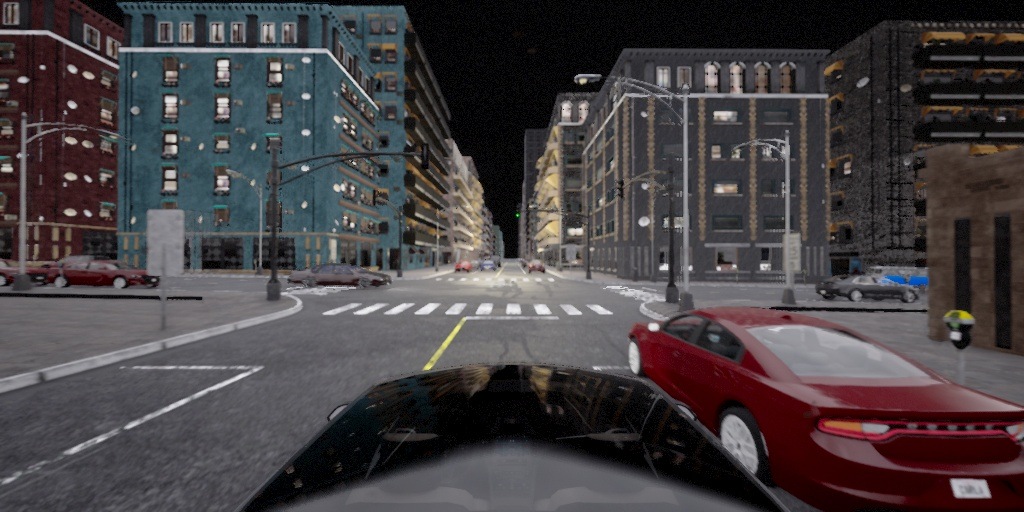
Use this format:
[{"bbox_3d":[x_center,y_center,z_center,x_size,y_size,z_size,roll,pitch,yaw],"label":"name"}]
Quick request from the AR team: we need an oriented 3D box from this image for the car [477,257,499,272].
[{"bbox_3d":[-3.079,1.271,46.994,1.812,1.442,4.674,0,0,0],"label":"car"}]

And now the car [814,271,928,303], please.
[{"bbox_3d":[17.937,1.625,18.185,4.403,1.370,2.007,0,0,-1],"label":"car"}]

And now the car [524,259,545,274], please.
[{"bbox_3d":[2.801,1.183,41.909,1.967,1.591,4.097,0,0,0],"label":"car"}]

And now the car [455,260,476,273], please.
[{"bbox_3d":[-5.782,1.289,43.131,1.888,1.381,4.507,0,0,0],"label":"car"}]

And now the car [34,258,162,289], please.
[{"bbox_3d":[-20.010,0.907,17.755,4.507,1.381,1.888,0,0,-1],"label":"car"}]

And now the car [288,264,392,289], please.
[{"bbox_3d":[-9.783,1.146,20.611,5.357,1.411,2.033,1,0,-1],"label":"car"}]

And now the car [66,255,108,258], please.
[{"bbox_3d":[-31.517,0.655,26.105,4.097,1.591,1.967,0,0,-1],"label":"car"}]

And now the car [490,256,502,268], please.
[{"bbox_3d":[-3.028,0.972,63.156,2.150,2.045,5.566,0,0,1],"label":"car"}]

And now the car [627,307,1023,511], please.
[{"bbox_3d":[2.821,1.294,4.439,1.888,1.381,4.507,0,0,0],"label":"car"}]

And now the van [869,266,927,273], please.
[{"bbox_3d":[28.677,1.685,26.667,3.998,1.789,1.690,0,0,-1],"label":"van"}]

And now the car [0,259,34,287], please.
[{"bbox_3d":[-25.691,0.801,17.778,4.507,1.381,1.888,0,0,-1],"label":"car"}]

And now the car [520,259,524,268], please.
[{"bbox_3d":[2.689,1.315,58.900,1.948,1.339,4.313,0,0,0],"label":"car"}]
